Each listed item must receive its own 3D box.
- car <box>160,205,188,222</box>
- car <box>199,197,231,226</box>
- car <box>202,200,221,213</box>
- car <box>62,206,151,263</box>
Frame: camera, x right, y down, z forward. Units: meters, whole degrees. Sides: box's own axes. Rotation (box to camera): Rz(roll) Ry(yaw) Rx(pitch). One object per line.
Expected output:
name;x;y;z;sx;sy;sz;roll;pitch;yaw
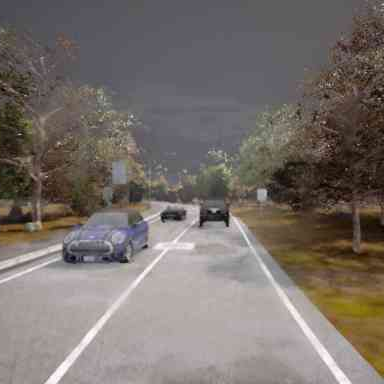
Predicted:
car;-1.531;1.839;29.082;1.895;1.301;4.718;0;0;5
car;1.728;1.421;25.192;2.150;2.045;5.566;0;0;5
car;2.510;1.852;43.228;2.128;1.511;4.902;0;-1;0
car;-2.944;1.454;12.323;2.097;1.767;4.553;0;-1;5
